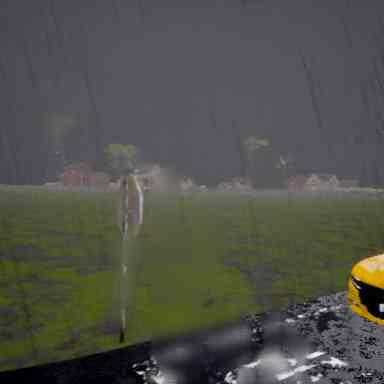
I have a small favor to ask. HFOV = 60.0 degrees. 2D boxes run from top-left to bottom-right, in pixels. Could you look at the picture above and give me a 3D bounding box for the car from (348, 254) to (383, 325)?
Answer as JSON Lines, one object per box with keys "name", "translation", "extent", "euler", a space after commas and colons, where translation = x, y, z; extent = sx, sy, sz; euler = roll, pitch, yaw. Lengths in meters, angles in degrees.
{"name": "car", "translation": [4.927, 1.402, 6.009], "extent": [5.008, 1.535, 1.882], "euler": [0, 2, -31]}
